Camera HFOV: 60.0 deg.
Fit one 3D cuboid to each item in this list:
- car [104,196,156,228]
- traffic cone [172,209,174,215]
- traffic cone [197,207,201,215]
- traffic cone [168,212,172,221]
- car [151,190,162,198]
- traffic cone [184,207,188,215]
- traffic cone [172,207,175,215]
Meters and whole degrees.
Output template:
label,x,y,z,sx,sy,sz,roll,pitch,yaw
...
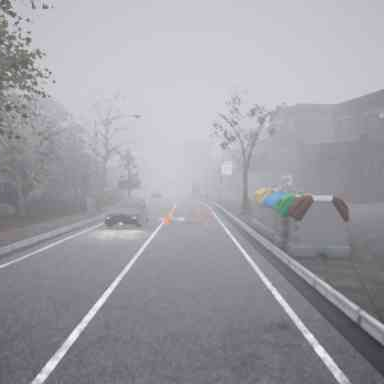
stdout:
label,x,y,z,sx,sy,sz,roll,pitch,yaw
car,-3.601,1.162,19.444,2.033,1.411,5.357,0,1,0
traffic cone,-1.480,1.535,21.338,0.340,0.580,0.340,0,1,0
traffic cone,0.513,1.459,25.328,0.340,0.580,0.340,0,1,0
traffic cone,-1.481,1.574,19.339,0.340,0.580,0.340,0,1,0
car,-6.499,0.415,60.592,2.033,1.411,5.357,-1,1,-11
traffic cone,-0.479,1.458,25.330,0.340,0.580,0.340,0,1,0
traffic cone,-1.479,1.496,23.338,0.340,0.580,0.340,0,1,0
